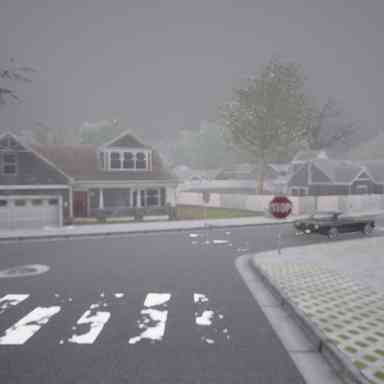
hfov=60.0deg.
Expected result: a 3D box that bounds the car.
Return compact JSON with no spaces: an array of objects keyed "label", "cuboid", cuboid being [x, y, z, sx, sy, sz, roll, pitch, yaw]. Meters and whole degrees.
[{"label":"car","cuboid":[8.001,1.749,18.482,4.718,1.301,1.895,-1,3,-29]}]
